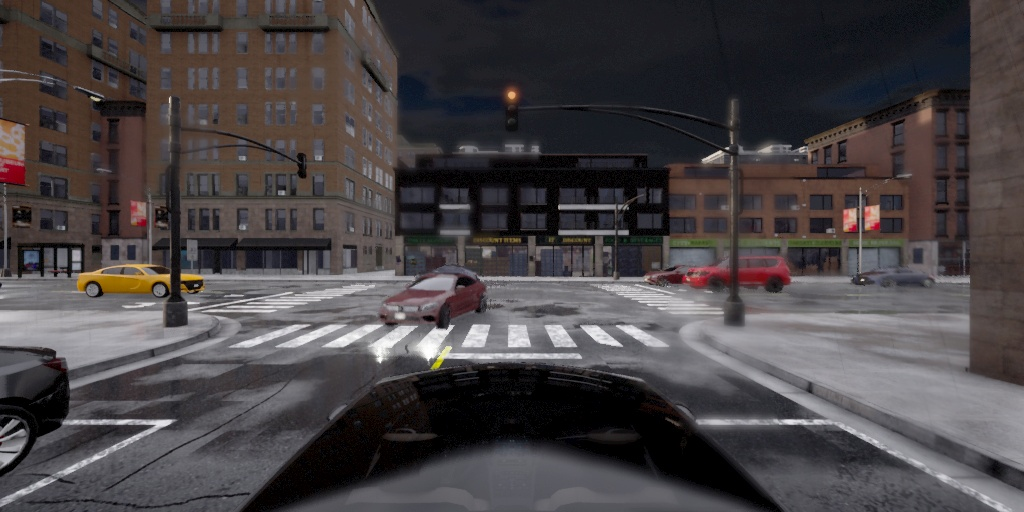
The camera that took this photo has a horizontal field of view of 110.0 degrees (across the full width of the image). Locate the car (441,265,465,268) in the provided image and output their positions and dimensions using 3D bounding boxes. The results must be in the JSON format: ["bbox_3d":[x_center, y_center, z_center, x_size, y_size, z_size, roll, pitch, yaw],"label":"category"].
[{"bbox_3d":[-4.319,1.300,24.118,4.181,1.385,1.994,0,0,0],"label":"car"}]

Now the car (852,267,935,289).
[{"bbox_3d":[25.709,1.453,24.260,4.181,1.385,1.994,0,0,0],"label":"car"}]

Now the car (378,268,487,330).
[{"bbox_3d":[-2.226,1.273,11.391,1.812,1.442,4.674,0,0,16],"label":"car"}]

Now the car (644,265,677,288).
[{"bbox_3d":[11.365,1.340,24.195,4.674,1.442,1.812,0,0,0],"label":"car"}]

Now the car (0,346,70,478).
[{"bbox_3d":[-5.387,1.316,1.866,1.948,1.339,4.313,0,0,0],"label":"car"}]

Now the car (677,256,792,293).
[{"bbox_3d":[13.091,1.043,20.950,5.566,2.045,2.150,0,0,0],"label":"car"}]

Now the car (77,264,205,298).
[{"bbox_3d":[-17.782,1.149,17.356,5.008,1.535,1.882,0,0,0],"label":"car"}]

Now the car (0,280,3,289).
[{"bbox_3d":[-27.848,1.150,17.310,4.674,1.442,1.812,0,0,0],"label":"car"}]
